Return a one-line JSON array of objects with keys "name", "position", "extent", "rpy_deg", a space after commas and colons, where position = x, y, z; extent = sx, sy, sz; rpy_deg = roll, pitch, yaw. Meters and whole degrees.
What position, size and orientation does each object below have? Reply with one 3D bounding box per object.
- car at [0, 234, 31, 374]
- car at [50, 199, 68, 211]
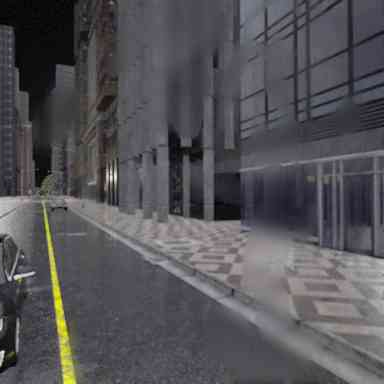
[{"name": "car", "position": [-3.729, 1.509, 5.346], "extent": [1.837, 1.490, 4.892], "rpy_deg": [0, 0, -24]}, {"name": "car", "position": [-16.402, 1.573, 41.007], "extent": [2.033, 1.411, 5.357], "rpy_deg": [0, 0, -24]}]
